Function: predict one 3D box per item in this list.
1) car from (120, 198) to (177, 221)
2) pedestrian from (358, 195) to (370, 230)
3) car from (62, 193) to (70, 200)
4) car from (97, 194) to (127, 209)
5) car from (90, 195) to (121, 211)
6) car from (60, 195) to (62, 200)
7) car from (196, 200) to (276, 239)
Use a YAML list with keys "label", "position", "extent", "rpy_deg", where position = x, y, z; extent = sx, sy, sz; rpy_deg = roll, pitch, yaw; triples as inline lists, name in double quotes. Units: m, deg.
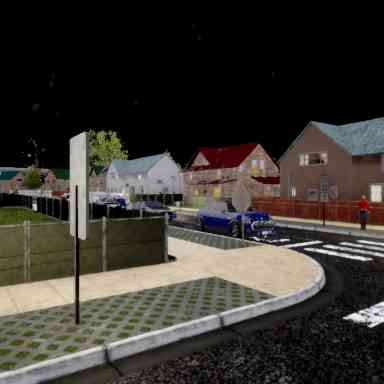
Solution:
- label: "car"
  position: [-3.189, 1.335, 24.886]
  extent: [2.033, 1.411, 5.357]
  rpy_deg: [0, 1, -34]
- label: "pedestrian"
  position: [8.954, 1.053, 17.423]
  extent: [0.375, 1.860, 0.375]
  rpy_deg: [1, 0, -34]
- label: "car"
  position: [-14.313, 1.143, 41.349]
  extent: [1.994, 1.385, 4.181]
  rpy_deg: [0, 1, -34]
- label: "car"
  position: [-9.608, 1.096, 39.629]
  extent: [1.882, 1.535, 5.008]
  rpy_deg: [0, 1, -34]
- label: "car"
  position: [-8.711, 1.177, 33.044]
  extent: [2.128, 1.511, 4.902]
  rpy_deg: [0, 1, -34]
- label: "car"
  position: [-20.858, 0.881, 56.192]
  extent: [1.882, 1.535, 5.008]
  rpy_deg: [0, 1, -34]
- label: "car"
  position: [2.110, 1.237, 16.933]
  extent: [2.097, 1.767, 4.553]
  rpy_deg: [0, 1, -32]
